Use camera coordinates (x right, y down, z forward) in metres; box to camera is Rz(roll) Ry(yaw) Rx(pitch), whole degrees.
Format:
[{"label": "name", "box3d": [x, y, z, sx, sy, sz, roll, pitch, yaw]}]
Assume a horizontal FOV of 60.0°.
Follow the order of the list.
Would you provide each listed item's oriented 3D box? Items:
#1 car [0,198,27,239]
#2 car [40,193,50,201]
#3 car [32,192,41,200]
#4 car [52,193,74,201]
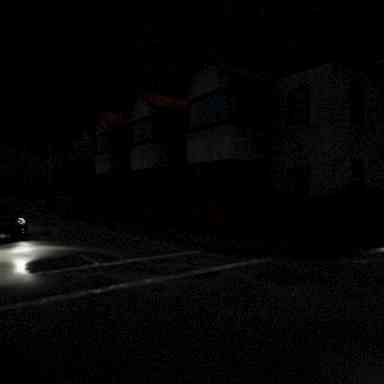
[{"label": "car", "box3d": [-9.579, 1.345, 16.327, 2.097, 1.767, 4.553, 0, 0, -36]}, {"label": "car", "box3d": [-30.825, 1.086, 75.243, 5.027, 1.636, 2.152, 0, 0, -36]}, {"label": "car", "box3d": [-38.402, 1.010, 85.552, 3.866, 1.878, 1.905, 0, 0, -36]}, {"label": "car", "box3d": [-26.764, 1.162, 70.263, 3.806, 1.475, 1.970, 0, 0, -36]}]
